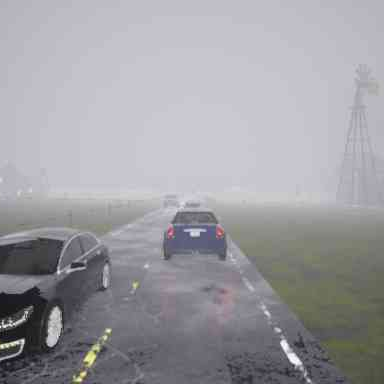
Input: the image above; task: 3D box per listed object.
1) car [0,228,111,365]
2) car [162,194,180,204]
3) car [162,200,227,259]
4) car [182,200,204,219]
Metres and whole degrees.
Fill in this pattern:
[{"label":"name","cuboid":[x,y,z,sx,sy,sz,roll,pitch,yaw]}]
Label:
[{"label":"car","cuboid":[-2.849,1.508,6.171,1.837,1.490,4.892,0,0,0]},{"label":"car","cuboid":[-2.843,1.257,46.325,2.150,2.045,5.566,0,0,0]},{"label":"car","cuboid":[0.098,1.359,12.700,2.097,1.767,4.553,0,0,0]},{"label":"car","cuboid":[0.095,1.524,30.438,1.837,1.490,4.892,0,0,0]}]
